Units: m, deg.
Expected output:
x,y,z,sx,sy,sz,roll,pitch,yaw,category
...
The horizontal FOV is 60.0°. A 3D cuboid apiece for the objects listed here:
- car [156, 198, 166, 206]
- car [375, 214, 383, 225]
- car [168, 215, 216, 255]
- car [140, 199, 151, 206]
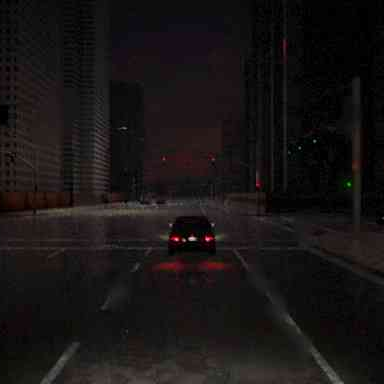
x,y,z,sx,sy,sz,roll,pitch,yaw,category
-6.762,2.189,73.267,1.837,1.490,4.892,0,-1,1,car
14.776,1.722,21.305,5.357,1.411,2.033,0,-1,0,car
-0.010,1.680,13.906,2.033,1.411,5.357,0,-1,0,car
-10.261,2.215,73.321,2.128,1.511,4.902,0,-1,1,car
